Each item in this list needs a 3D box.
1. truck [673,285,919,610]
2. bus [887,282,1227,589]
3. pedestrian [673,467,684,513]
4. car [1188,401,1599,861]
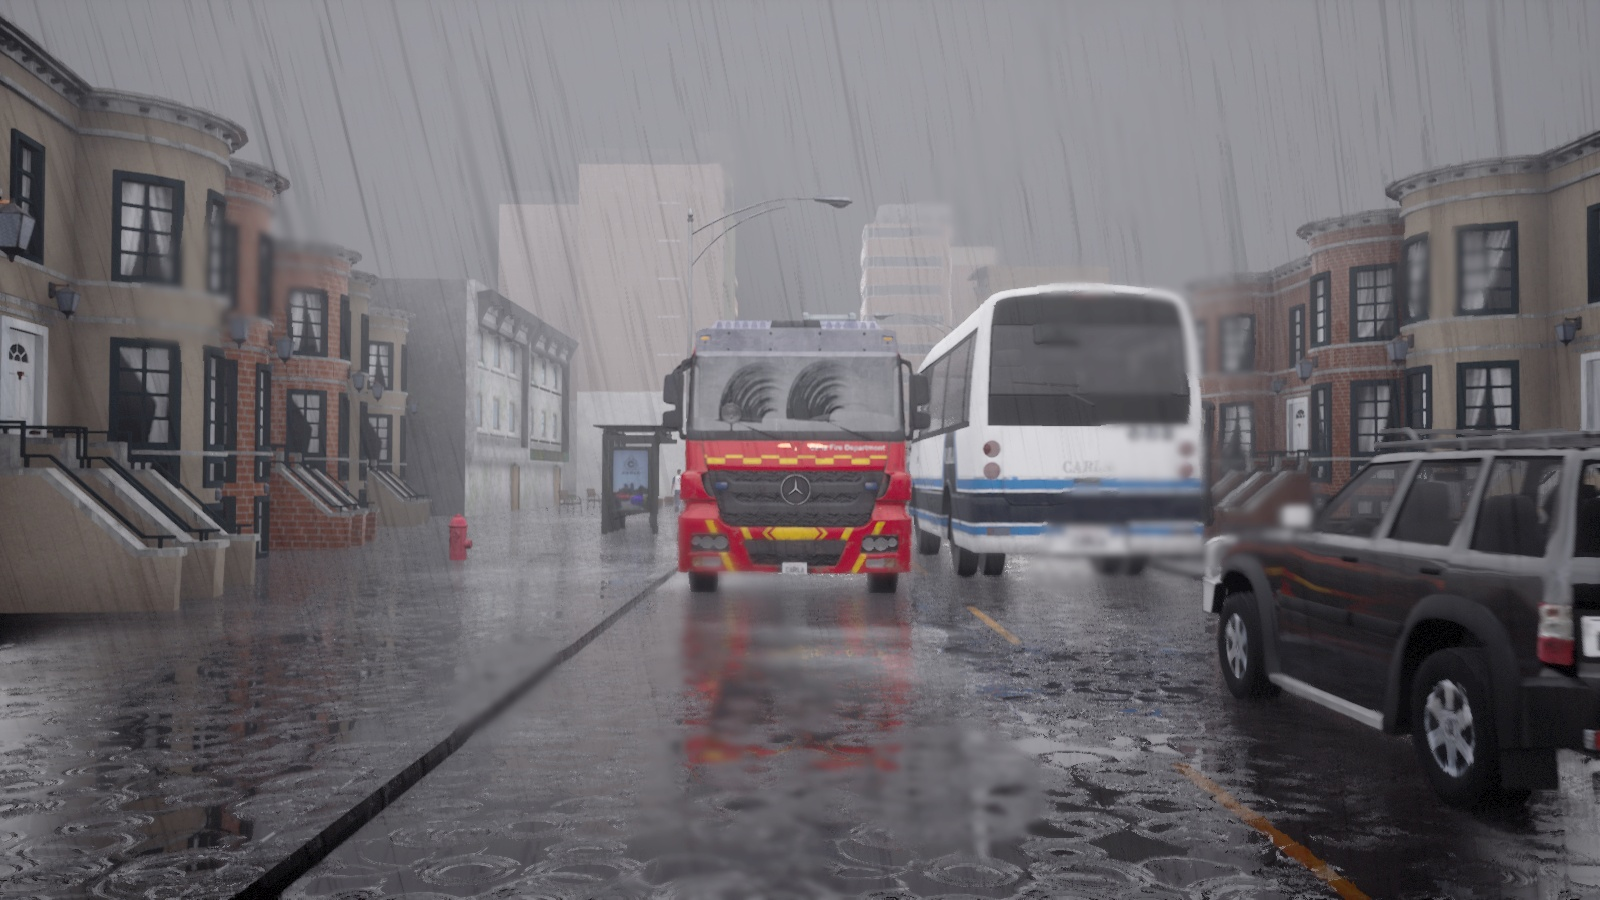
[{"bbox_3d":[-0.059,0.050,19.081,2.891,3.827,8.468,0,-1,0],"label":"truck"},{"bbox_3d":[3.931,-0.105,22.618,3.944,4.253,10.273,0,-1,0],"label":"bus"},{"bbox_3d":[-4.822,1.576,49.784,0.354,1.836,0.706,0,-1,2],"label":"pedestrian"},{"bbox_3d":[3.978,0.774,7.391,1.932,1.855,4.605,0,-1,0],"label":"car"}]
